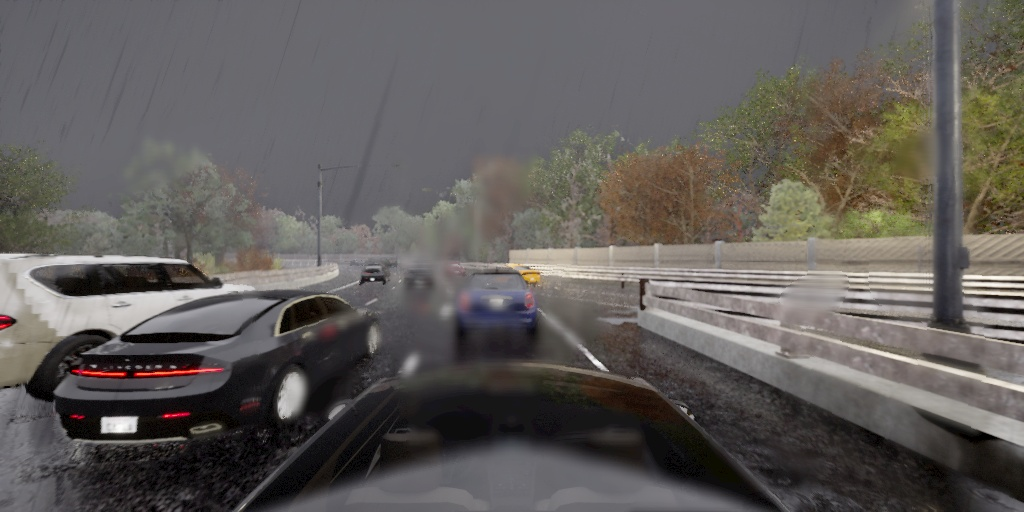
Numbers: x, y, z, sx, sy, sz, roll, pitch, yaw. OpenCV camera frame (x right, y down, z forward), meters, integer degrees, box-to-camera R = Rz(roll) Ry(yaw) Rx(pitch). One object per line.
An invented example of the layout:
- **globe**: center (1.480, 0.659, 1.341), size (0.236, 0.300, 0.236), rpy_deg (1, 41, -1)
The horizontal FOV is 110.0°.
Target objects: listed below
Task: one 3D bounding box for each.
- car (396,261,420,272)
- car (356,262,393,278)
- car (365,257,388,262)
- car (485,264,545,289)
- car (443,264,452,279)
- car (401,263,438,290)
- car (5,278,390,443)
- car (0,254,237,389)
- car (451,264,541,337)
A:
- **car**: center (-12.833, 1.553, 45.006), size (2.033, 1.411, 5.357), rpy_deg (0, 0, -24)
- **car**: center (-10.645, 1.411, 28.050), size (1.837, 1.490, 4.892), rpy_deg (0, 0, -15)
- **car**: center (-19.367, 1.261, 50.452), size (2.150, 2.045, 5.566), rpy_deg (0, 0, -28)
- **car**: center (0.082, 1.365, 25.319), size (1.882, 1.535, 5.008), rpy_deg (0, 0, -31)
- **car**: center (-5.821, 1.478, 36.321), size (1.812, 1.442, 4.674), rpy_deg (0, 0, -18)
- **car**: center (-6.086, 1.386, 24.070), size (1.837, 1.490, 4.892), rpy_deg (0, -1, -12)
- **car**: center (-3.579, 1.277, 5.607), size (1.837, 1.490, 4.892), rpy_deg (0, -1, -2)
- **car**: center (-7.102, 1.001, 6.494), size (2.150, 2.045, 5.566), rpy_deg (0, 0, -3)
- **car**: center (-0.503, 1.154, 10.679), size (2.097, 1.767, 4.553), rpy_deg (0, 0, -5)
